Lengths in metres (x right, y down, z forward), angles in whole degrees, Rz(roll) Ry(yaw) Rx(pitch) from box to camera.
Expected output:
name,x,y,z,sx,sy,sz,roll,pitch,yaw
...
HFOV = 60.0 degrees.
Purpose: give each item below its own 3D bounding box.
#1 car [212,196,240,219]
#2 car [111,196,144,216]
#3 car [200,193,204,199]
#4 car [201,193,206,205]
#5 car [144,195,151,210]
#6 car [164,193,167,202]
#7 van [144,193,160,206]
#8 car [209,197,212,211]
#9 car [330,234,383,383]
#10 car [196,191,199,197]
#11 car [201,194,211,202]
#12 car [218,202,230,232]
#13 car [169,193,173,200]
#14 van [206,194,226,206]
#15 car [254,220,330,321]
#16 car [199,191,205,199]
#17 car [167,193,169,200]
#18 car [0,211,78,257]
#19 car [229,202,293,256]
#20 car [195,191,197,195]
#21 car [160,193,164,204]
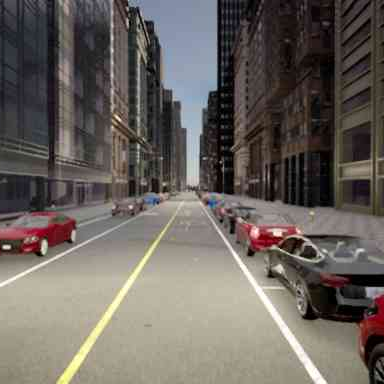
name,x,y,z,sx,sy,sz,roll,pitch,yaw
car,2.728,1.280,23.838,1.967,1.590,4.097,0,0,0
car,-5.806,1.246,29.418,1.967,1.590,4.097,0,0,0
car,2.689,1.200,51.848,1.887,1.381,4.507,0,0,0
car,2.697,1.237,46.246,1.887,1.381,4.507,0,0,0
car,-5.813,1.313,35.020,1.887,1.381,4.507,0,0,0
car,-5.844,1.166,57.429,1.887,1.381,4.507,0,0,0
van,-5.829,1.036,46.224,1.690,1.788,3.998,0,0,0
car,2.720,1.385,29.441,1.802,1.307,4.206,0,0,0
car,2.759,1.304,1.431,2.192,1.841,5.009,0,0,0
car,2.649,1.016,79.856,1.887,1.381,4.507,0,0,0
car,2.673,1.106,63.221,1.752,1.417,4.829,0,0,0
car,2.736,1.443,18.238,1.947,1.339,4.313,0,0,0
car,-5.869,0.951,74.235,1.967,1.590,4.097,0,0,0
van,2.712,1.107,35.041,1.690,1.788,3.998,0,0,0
car,2.752,1.517,7.035,1.947,1.339,4.313,0,0,0
car,2.680,1.059,57.449,1.967,1.590,4.097,0,0,0
car,-5.852,1.111,62.861,1.752,1.417,4.829,0,0,0
car,-5.781,1.461,12.613,1.887,1.381,4.507,0,0,0
car,2.743,1.354,12.635,1.967,1.590,4.097,0,0,0
car,2.633,0.714,91.058,2.192,1.841,5.009,0,0,0
car,-5.837,1.203,51.827,1.887,1.381,4.507,0,0,0
